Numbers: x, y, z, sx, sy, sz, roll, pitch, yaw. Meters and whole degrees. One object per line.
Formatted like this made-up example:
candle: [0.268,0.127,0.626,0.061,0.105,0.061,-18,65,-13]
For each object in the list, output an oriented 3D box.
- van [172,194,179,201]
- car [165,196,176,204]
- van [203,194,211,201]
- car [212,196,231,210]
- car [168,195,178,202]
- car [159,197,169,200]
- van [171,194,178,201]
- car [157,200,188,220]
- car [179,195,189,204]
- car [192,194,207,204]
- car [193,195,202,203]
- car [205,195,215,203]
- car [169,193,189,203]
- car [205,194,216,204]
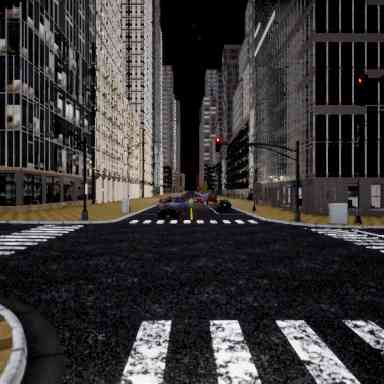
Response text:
van: [-4.244,1.315,85.989,1.690,1.788,3.998,0,0,0]
car: [-4.136,1.564,63.878,1.947,1.339,4.313,0,0,0]
van: [3.663,1.321,80.499,1.690,1.788,3.998,0,0,0]
car: [3.900,1.579,41.808,1.947,1.339,4.313,0,0,0]
car: [-4.190,1.426,74.934,1.967,1.590,4.097,0,0,0]
car: [-4.056,1.593,47.296,1.802,1.307,4.206,0,0,0]
van: [-4.217,1.321,80.461,1.690,1.788,3.998,0,0,0]
car: [-1.740,1.620,28.526,1.895,1.301,4.718,0,0,4]
car: [-1.596,1.473,66.071,1.882,1.535,5.008,0,0,0]
car: [1.274,1.599,63.092,1.895,1.301,4.718,0,0,0]
car: [1.145,1.488,73.260,1.837,1.490,4.892,0,0,0]
car: [3.717,1.432,69.445,1.967,1.590,4.097,0,0,0]
car: [-1.575,1.365,44.418,2.097,1.767,4.553,0,0,0]
car: [3.744,1.313,63.916,2.192,1.841,5.009,0,0,0]
